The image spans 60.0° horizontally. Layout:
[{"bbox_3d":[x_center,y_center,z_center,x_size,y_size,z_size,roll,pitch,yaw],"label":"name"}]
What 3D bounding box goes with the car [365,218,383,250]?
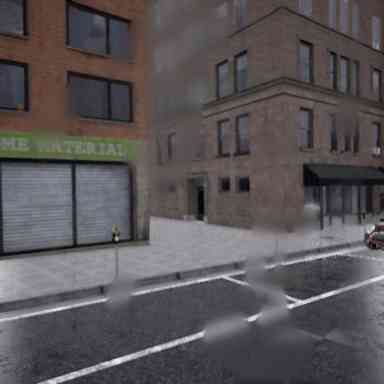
[{"bbox_3d":[8.310,1.361,12.535,4.097,1.590,1.967,0,-1,-35],"label":"car"}]
